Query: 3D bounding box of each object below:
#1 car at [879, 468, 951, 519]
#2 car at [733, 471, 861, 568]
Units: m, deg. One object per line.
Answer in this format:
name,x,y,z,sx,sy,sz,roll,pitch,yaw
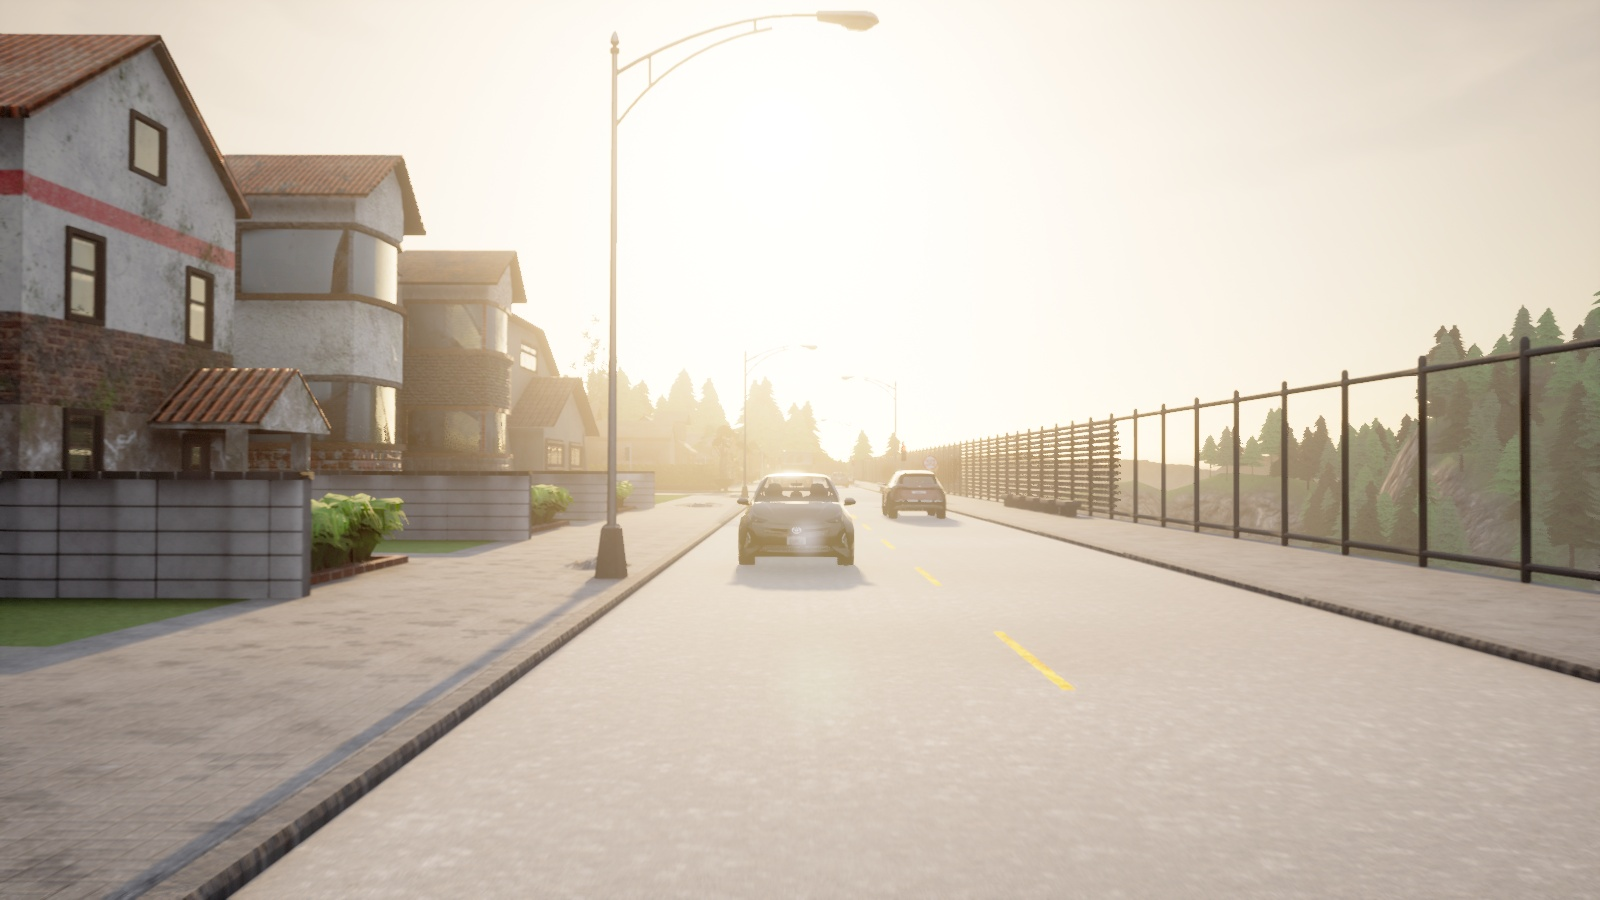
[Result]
car,3.894,1.456,43.389,2.033,1.649,4.856,0,-1,0
car,-0.054,1.131,22.087,2.007,1.525,4.514,0,-1,0
